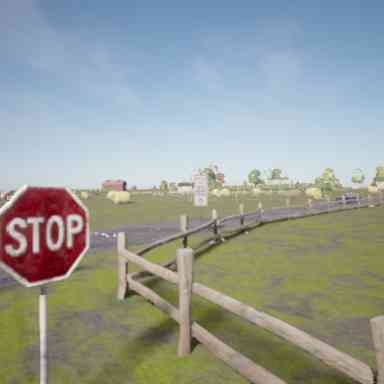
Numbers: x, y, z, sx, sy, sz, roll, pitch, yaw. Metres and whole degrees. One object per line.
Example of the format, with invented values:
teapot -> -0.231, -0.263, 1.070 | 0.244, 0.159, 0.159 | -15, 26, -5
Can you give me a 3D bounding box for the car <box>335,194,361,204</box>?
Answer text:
car -> 21.269, 0.893, 45.395 | 4.718, 1.301, 1.895 | -1, 0, -43
